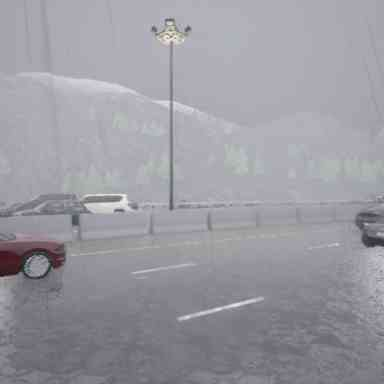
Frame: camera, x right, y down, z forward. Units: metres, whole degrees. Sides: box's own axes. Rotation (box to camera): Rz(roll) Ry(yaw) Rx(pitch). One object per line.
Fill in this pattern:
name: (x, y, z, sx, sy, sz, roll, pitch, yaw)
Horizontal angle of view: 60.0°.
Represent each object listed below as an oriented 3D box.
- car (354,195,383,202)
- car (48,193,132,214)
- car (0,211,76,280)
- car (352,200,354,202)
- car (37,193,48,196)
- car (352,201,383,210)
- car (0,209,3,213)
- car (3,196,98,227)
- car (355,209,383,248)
car: (24.201, 1.336, 43.571, 4.892, 1.490, 1.837, -1, 0, -20)
car: (-7.184, 1.143, 24.282, 5.566, 2.045, 2.150, 0, 0, -32)
car: (-5.736, 1.454, 8.167, 5.008, 1.535, 1.882, 0, 0, -35)
car: (25.260, 1.170, 47.644, 4.553, 1.767, 2.097, 0, 0, -19)
car: (-12.674, 1.131, 29.053, 5.566, 2.045, 2.150, 0, 0, -33)
car: (11.227, 1.433, 18.525, 4.892, 1.490, 1.837, 0, 0, -28)
car: (-12.211, 1.470, 25.189, 5.357, 1.411, 2.033, 0, 0, -33)
car: (-8.190, 1.291, 19.406, 4.553, 1.767, 2.097, 0, 0, -33)
car: (8.669, 1.512, 13.133, 4.181, 1.385, 1.994, 0, 0, -30)
